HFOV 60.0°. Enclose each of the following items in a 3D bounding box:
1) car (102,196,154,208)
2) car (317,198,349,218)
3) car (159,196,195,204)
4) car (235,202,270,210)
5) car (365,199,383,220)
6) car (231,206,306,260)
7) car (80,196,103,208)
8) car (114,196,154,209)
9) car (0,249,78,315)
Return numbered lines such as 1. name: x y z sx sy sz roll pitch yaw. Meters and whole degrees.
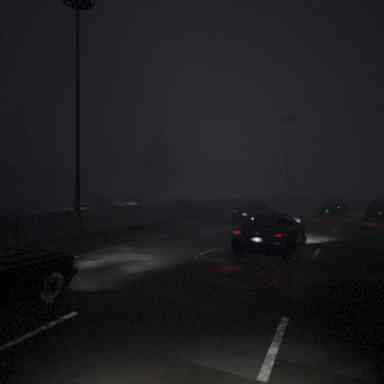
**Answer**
1. car: -6.096 1.139 32.374 1.812 1.442 4.674 1 1 32
2. car: 11.547 1.255 27.174 1.812 1.442 4.674 1 1 33
3. car: -1.415 1.144 33.273 1.812 1.442 4.674 1 1 33
4. car: 4.190 1.329 21.905 1.994 1.385 4.181 1 1 30
5. car: 14.068 1.244 24.602 1.882 1.535 5.008 1 1 33
6. car: 2.907 1.435 12.131 1.994 1.385 4.181 0 1 26
7. car: -10.684 1.096 38.230 1.994 1.385 4.181 1 1 33
8. car: -6.572 1.147 38.184 1.895 1.301 4.718 1 1 33
9. car: -4.089 1.526 5.314 1.895 1.301 4.718 0 1 22
